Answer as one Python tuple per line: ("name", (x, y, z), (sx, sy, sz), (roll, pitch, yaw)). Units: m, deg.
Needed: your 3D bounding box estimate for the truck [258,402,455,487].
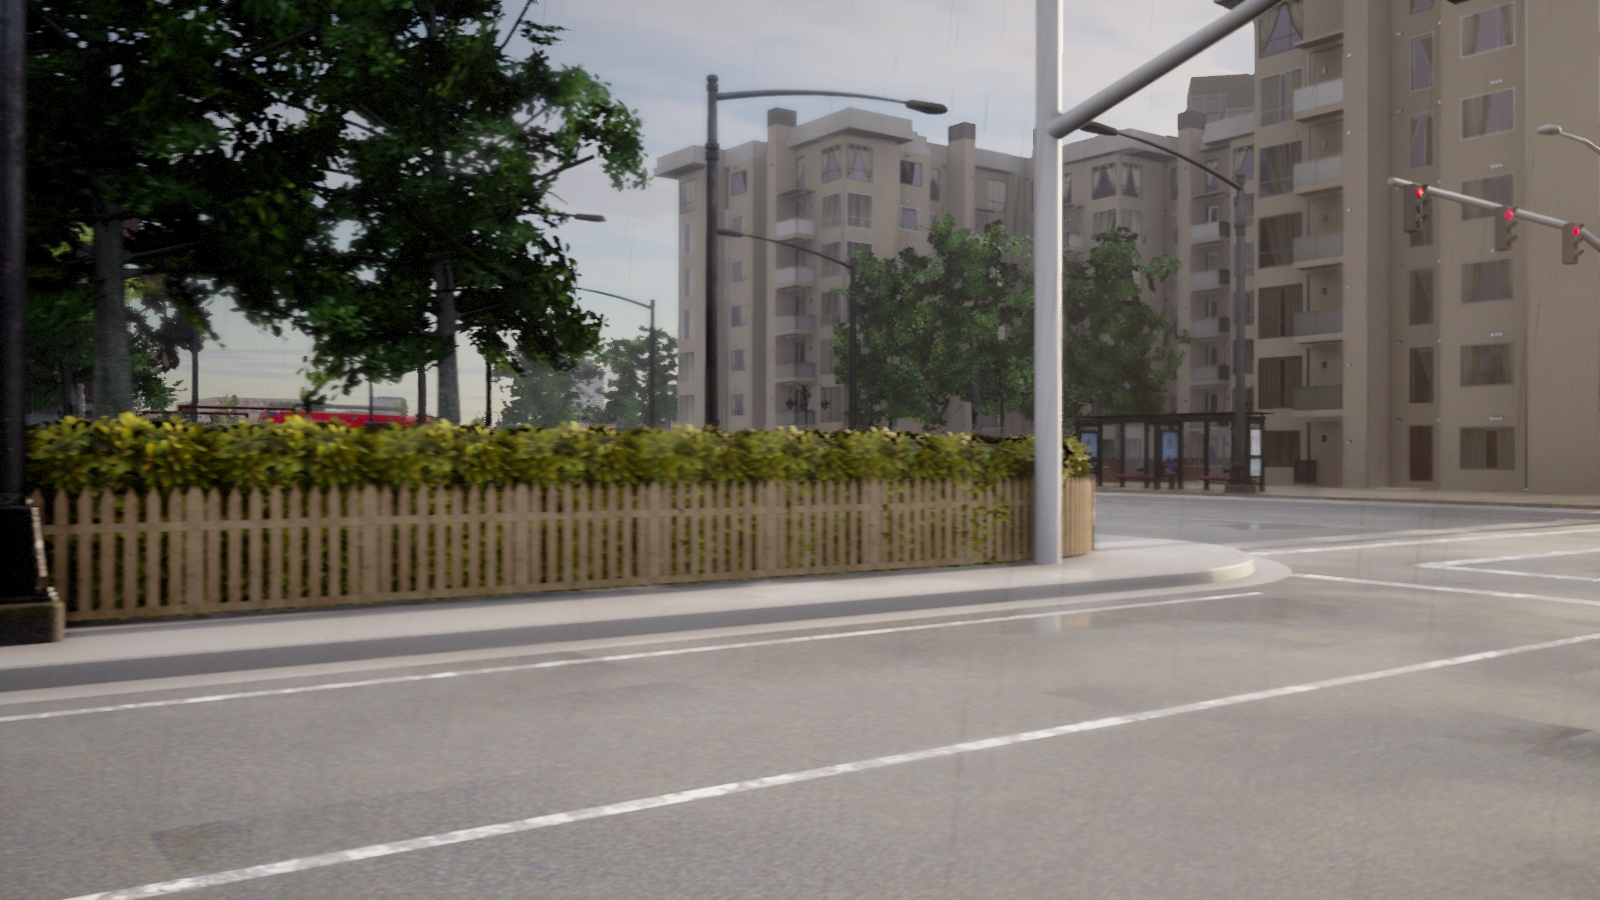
("truck", (-21.464, -0.153, 61.056), (8.468, 3.827, 2.891), (2, -2, -36))
